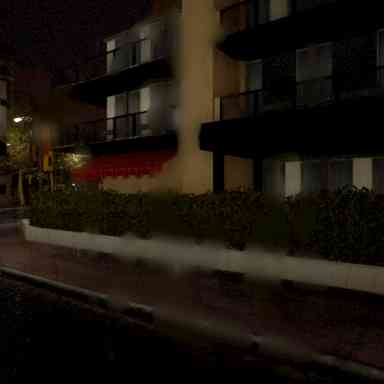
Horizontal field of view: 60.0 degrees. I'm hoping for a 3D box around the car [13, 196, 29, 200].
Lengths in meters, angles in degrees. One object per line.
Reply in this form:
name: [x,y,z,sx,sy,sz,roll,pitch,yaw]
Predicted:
car: [-36.130,1.481,67.937,4.892,1.521,2.231,0,0,36]
